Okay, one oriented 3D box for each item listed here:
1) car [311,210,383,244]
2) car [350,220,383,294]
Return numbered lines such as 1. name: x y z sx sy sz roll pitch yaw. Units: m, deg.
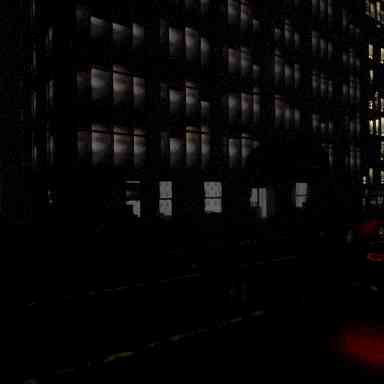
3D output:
1. car: 7.474 1.542 15.764 4.507 1.381 1.887 0 -1 -35
2. car: 5.873 1.476 7.501 5.008 1.535 1.882 0 0 -35
